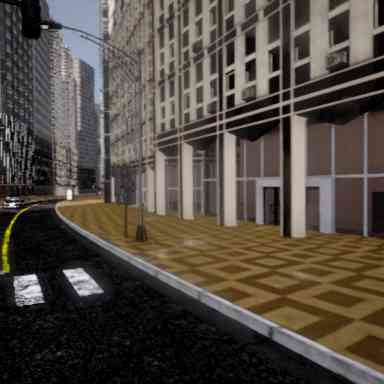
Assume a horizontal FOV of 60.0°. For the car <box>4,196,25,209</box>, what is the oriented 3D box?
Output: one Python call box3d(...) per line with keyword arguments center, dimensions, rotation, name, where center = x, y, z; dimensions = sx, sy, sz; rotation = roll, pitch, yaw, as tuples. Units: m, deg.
box3d(center=(-21.707, 1.281, 40.794), dimensions=(2.128, 1.511, 4.902), rotation=(-1, 1, -21), name="car")
